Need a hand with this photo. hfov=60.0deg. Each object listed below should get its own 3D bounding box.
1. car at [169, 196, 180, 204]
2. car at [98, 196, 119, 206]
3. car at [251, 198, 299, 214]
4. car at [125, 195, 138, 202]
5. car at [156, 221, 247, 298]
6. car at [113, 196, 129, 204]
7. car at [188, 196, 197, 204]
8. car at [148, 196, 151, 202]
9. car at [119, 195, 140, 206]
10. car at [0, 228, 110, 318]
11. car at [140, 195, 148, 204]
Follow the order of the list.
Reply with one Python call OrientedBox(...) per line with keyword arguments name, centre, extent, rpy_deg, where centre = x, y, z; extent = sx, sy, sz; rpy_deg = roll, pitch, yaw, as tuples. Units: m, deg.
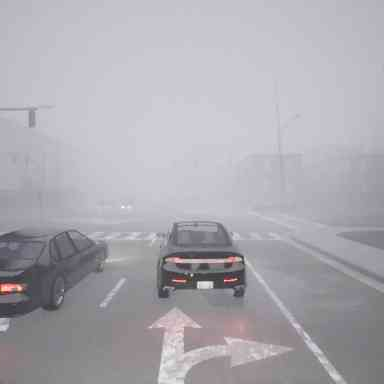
OrientedBox(name="car", centre=(-3.421, 1.525, 64.099), extent=(1.812, 1.442, 4.674), rpy_deg=(0, 0, 0))
OrientedBox(name="car", centre=(-14.084, 1.601, 55.291), extent=(1.895, 1.301, 4.718), rpy_deg=(0, 0, 0))
OrientedBox(name="car", centre=(8.664, 1.601, 35.148), extent=(4.718, 1.301, 1.895), rpy_deg=(0, 0, -2))
OrientedBox(name="car", centre=(-14.009, 1.540, 76.820), extent=(2.033, 1.411, 5.357), rpy_deg=(0, 0, 0))
OrientedBox(name="car", centre=(0.114, 1.492, 8.517), extent=(2.128, 1.511, 4.902), rpy_deg=(0, 0, -3))
OrientedBox(name="car", centre=(-14.023, 1.547, 66.145), extent=(2.033, 1.411, 5.357), rpy_deg=(0, 0, 0))
OrientedBox(name="car", centre=(0.092, 1.477, 64.627), extent=(1.882, 1.535, 5.008), rpy_deg=(0, 0, 0))
OrientedBox(name="car", centre=(-10.509, 1.525, 75.655), extent=(2.128, 1.511, 4.902), rpy_deg=(0, 0, 0))
OrientedBox(name="car", centre=(-10.582, 1.491, 56.094), extent=(2.128, 1.511, 4.902), rpy_deg=(0, 0, 0))
OrientedBox(name="car", centre=(-3.432, 1.547, 7.712), extent=(2.033, 1.411, 5.357), rpy_deg=(0, 0, 0))
OrientedBox(name="car", centre=(-10.537, 1.353, 65.449), extent=(2.097, 1.767, 4.553), rpy_deg=(0, 0, 0))
